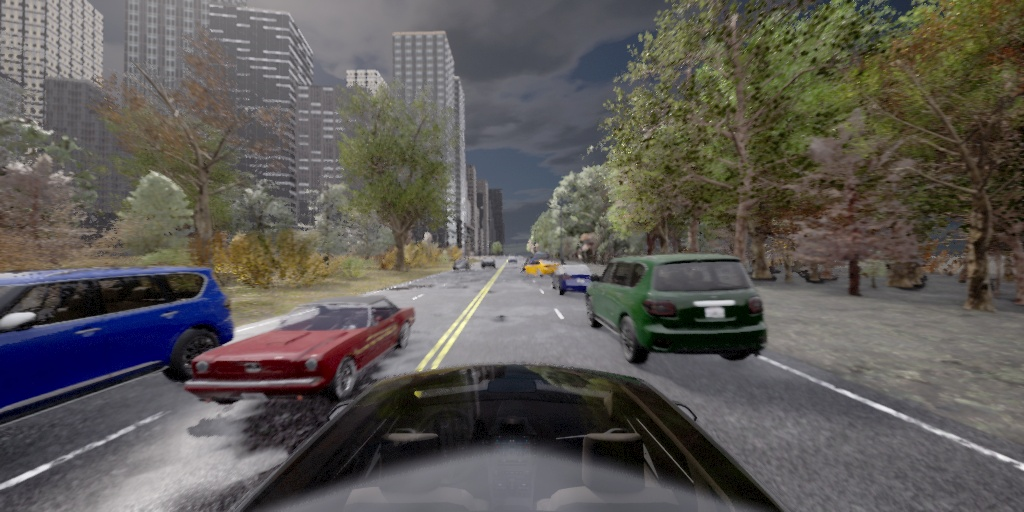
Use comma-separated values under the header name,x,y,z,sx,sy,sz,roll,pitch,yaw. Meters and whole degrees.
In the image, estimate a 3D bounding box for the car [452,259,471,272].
name,x,y,z,sx,sy,sz,roll,pitch,yaw
car,-6.509,1.150,46.617,2.128,1.511,4.902,-3,0,1

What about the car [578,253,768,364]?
name,x,y,z,sx,sy,sz,roll,pitch,yaw
car,3.217,0.969,8.352,2.150,2.045,5.566,-2,0,0

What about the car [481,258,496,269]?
name,x,y,z,sx,sy,sz,roll,pitch,yaw
car,-3.207,0.980,49.521,1.882,1.535,5.008,0,-4,1

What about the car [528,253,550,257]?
name,x,y,z,sx,sy,sz,roll,pitch,yaw
car,3.337,0.705,41.370,2.150,2.045,5.566,0,0,0

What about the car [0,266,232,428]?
name,x,y,z,sx,sy,sz,roll,pitch,yaw
car,-6.622,1.211,4.842,2.150,2.045,5.566,-1,0,0

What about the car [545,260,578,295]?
name,x,y,z,sx,sy,sz,roll,pitch,yaw
car,3.257,1.185,19.358,2.163,1.488,4.792,-2,1,0

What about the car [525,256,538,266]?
name,x,y,z,sx,sy,sz,roll,pitch,yaw
car,3.353,0.790,63.358,2.033,1.649,4.856,-2,0,0

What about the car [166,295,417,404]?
name,x,y,z,sx,sy,sz,roll,pitch,yaw
car,-3.358,1.510,6.869,1.895,1.301,4.718,-1,0,0

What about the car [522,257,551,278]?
name,x,y,z,sx,sy,sz,roll,pitch,yaw
car,2.558,1.063,31.618,1.882,1.535,5.008,0,-1,-21

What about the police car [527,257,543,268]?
name,x,y,z,sx,sy,sz,roll,pitch,yaw
police car,3.357,0.903,52.349,2.038,1.542,4.974,0,0,0
